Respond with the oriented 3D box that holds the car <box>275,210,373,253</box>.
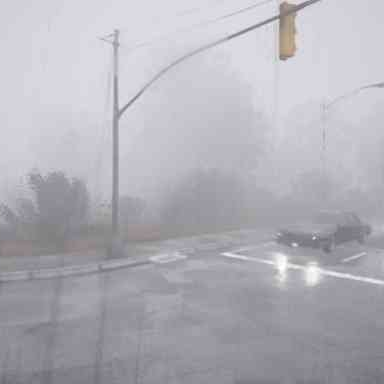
[{"bbox_3d":[5.664,1.480,13.807,5.357,1.411,2.033,-1,1,-42],"label":"car"}]
